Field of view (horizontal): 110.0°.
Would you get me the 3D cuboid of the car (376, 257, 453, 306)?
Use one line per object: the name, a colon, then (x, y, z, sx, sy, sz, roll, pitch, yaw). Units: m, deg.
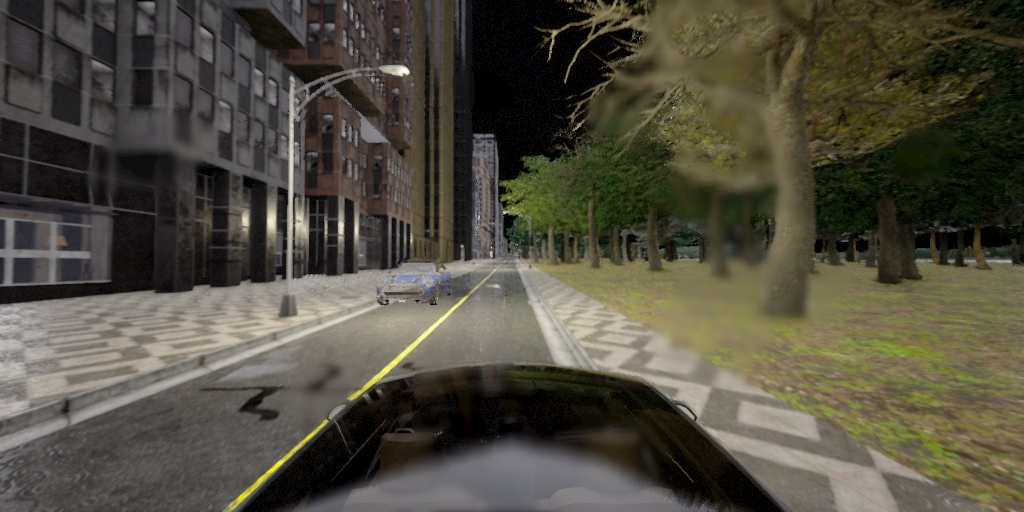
car: (-3.700, 0.914, 14.292, 2.097, 1.767, 4.553, 0, 0, 0)
